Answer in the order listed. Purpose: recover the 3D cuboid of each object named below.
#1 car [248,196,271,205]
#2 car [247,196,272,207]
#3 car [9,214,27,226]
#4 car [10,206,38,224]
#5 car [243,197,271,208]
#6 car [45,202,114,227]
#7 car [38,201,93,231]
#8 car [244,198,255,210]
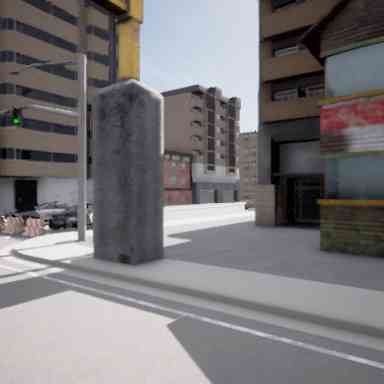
[{"bbox_3d":[10.534,1.274,51.426,1.853,1.218,4.536,0,0,35],"label":"car"},{"bbox_3d":[10.504,1.432,51.384,2.038,1.542,4.974,0,0,35],"label":"car"},{"bbox_3d":[-9.977,1.434,23.233,4.974,1.542,2.038,0,0,-30],"label":"car"},{"bbox_3d":[-9.932,1.276,23.259,4.536,1.218,1.853,0,0,-30],"label":"car"},{"bbox_3d":[8.387,1.278,42.494,1.853,1.218,4.536,0,0,35],"label":"car"},{"bbox_3d":[-6.753,1.280,20.620,1.853,1.218,4.536,0,0,15],"label":"car"},{"bbox_3d":[-6.766,1.437,20.570,2.038,1.542,4.974,0,0,15],"label":"car"},{"bbox_3d":[8.358,1.435,42.451,2.038,1.542,4.974,0,0,35],"label":"car"}]
